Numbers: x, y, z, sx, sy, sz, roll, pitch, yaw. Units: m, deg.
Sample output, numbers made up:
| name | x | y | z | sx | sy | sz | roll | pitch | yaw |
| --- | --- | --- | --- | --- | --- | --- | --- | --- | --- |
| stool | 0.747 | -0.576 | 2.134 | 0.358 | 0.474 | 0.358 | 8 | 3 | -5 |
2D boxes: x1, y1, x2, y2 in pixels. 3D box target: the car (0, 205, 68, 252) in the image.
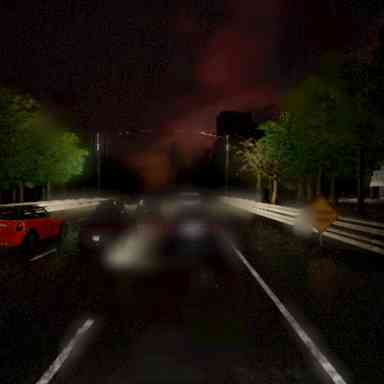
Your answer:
| name | x | y | z | sx | sy | sz | roll | pitch | yaw |
| --- | --- | --- | --- | --- | --- | --- | --- | --- | --- |
| car | -6.991 | 1.339 | 14.060 | 2.097 | 1.767 | 4.553 | 0 | 0 | 0 |

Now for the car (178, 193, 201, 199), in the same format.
| name | x | y | z | sx | sy | sz | roll | pitch | yaw |
| --- | --- | --- | --- | --- | --- | --- | --- | --- | --- |
| car | -0.144 | 1.200 | 28.330 | 2.150 | 2.045 | 5.566 | 0 | 0 | 0 |

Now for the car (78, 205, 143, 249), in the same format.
| name | x | y | z | sx | sy | sz | roll | pitch | yaw |
| --- | --- | --- | --- | --- | --- | --- | --- | --- | --- |
| car | -3.493 | 1.513 | 14.429 | 1.812 | 1.442 | 4.674 | 0 | 0 | 0 |

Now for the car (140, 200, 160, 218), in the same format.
| name | x | y | z | sx | sy | sz | roll | pitch | yaw |
| --- | --- | --- | --- | --- | --- | --- | --- | --- | --- |
| car | -3.652 | 1.469 | 29.453 | 2.128 | 1.511 | 4.902 | 0 | 0 | 0 |

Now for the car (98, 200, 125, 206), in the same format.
| name | x | y | z | sx | sy | sz | roll | pitch | yaw |
| --- | --- | --- | --- | --- | --- | --- | --- | --- | --- |
| car | -7.152 | 1.484 | 29.549 | 1.837 | 1.490 | 4.892 | 0 | 0 | 0 |

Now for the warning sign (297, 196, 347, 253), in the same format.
| name | x | y | z | sx | sy | sz | roll | pitch | yaw |
| --- | --- | --- | --- | --- | --- | --- | --- | --- | --- |
| warning sign | 4.521 | 1.104 | 11.674 | 1.300 | 1.860 | 1.060 | 1 | 1 | 0 |

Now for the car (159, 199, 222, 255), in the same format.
| name | x | y | z | sx | sy | sz | roll | pitch | yaw |
| --- | --- | --- | --- | --- | --- | --- | --- | --- | --- |
| car | 0.010 | 1.340 | 13.437 | 2.097 | 1.767 | 4.553 | 0 | 0 | 0 |
